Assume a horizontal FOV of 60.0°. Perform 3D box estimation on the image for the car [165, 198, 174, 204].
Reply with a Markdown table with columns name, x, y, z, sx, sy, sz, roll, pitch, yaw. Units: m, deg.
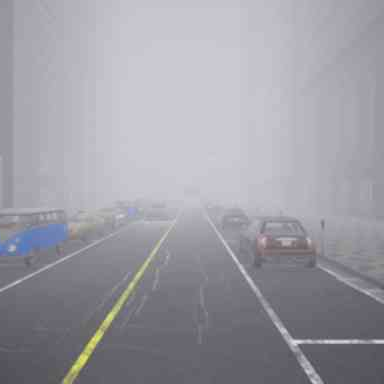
| name | x | y | z | sx | sy | sz | roll | pitch | yaw |
| --- | --- | --- | --- | --- | --- | --- | --- | --- | --- |
| car | -5.681 | 2.304 | 84.933 | 1.947 | 1.339 | 4.313 | 0 | -1 | 0 |

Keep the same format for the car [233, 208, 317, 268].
| name | x | y | z | sx | sy | sz | roll | pitch | yaw |
| --- | --- | --- | --- | --- | --- | --- | --- | --- | --- |
| car | 2.771 | 1.536 | 11.659 | 1.967 | 1.590 | 4.097 | 0 | 0 | 0 |

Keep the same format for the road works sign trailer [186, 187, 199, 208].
| name | x | y | z | sx | sy | sz | roll | pitch | yaw |
| --- | --- | --- | --- | --- | --- | --- | --- | --- | --- |
| road works sign trailer | 0.059 | 0.961 | 58.650 | 2.380 | 3.560 | 2.880 | 0 | -1 | 0 |

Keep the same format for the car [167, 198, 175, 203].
| name | x | y | z | sx | sy | sz | roll | pitch | yaw |
| --- | --- | --- | --- | --- | --- | --- | --- | --- | --- |
| car | -5.675 | 2.358 | 90.569 | 1.947 | 1.339 | 4.313 | 0 | -1 | 0 |

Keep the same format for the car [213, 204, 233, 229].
| name | x | y | z | sx | sy | sz | roll | pitch | yaw |
| --- | --- | --- | --- | --- | --- | --- | --- | --- | --- |
| car | 2.783 | 1.756 | 22.931 | 1.947 | 1.339 | 4.313 | 0 | 0 | 0 |

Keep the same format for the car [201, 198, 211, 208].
| name | x | y | z | sx | sy | sz | roll | pitch | yaw |
| --- | --- | --- | --- | --- | --- | --- | --- | --- | --- |
| car | 2.811 | 2.013 | 51.112 | 1.802 | 1.307 | 4.206 | 0 | -1 | 0 |

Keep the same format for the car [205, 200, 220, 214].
| name | x | y | z | sx | sy | sz | roll | pitch | yaw |
| --- | --- | --- | --- | --- | --- | --- | --- | --- | --- |
| car | 2.800 | 1.916 | 39.839 | 1.802 | 1.307 | 4.206 | 0 | 0 | 0 |

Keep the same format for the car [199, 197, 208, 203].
| name | x | y | z | sx | sy | sz | roll | pitch | yaw |
| --- | --- | --- | --- | --- | --- | --- | --- | --- | --- |
| car | 2.821 | 1.970 | 62.385 | 1.967 | 1.590 | 4.097 | 0 | -1 | 0 |

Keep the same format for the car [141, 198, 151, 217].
| name | x | y | z | sx | sy | sz | roll | pitch | yaw |
| --- | --- | --- | --- | --- | --- | --- | --- | --- | --- |
| car | -5.732 | 1.725 | 34.206 | 1.967 | 1.590 | 4.097 | 0 | 0 | 0 |

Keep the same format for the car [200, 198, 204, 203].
| name | x | y | z | sx | sy | sz | roll | pitch | yaw |
| --- | --- | --- | --- | --- | --- | --- | --- | --- | --- |
| car | 2.816 | 2.062 | 56.748 | 1.802 | 1.307 | 4.206 | 0 | -1 | 0 |

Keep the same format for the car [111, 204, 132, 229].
| name | x | y | z | sx | sy | sz | roll | pitch | yaw |
| --- | --- | --- | --- | --- | --- | --- | --- | --- | --- |
| car | -5.742 | 1.740 | 22.932 | 2.008 | 1.369 | 4.403 | 0 | 0 | 0 |

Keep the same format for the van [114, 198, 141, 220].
| name | x | y | z | sx | sy | sz | roll | pitch | yaw |
| --- | --- | --- | --- | --- | --- | --- | --- | --- | --- |
| van | -5.738 | 1.578 | 28.571 | 1.690 | 1.788 | 3.998 | 0 | 0 | 0 |

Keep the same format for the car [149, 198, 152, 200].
| name | x | y | z | sx | sy | sz | roll | pitch | yaw |
| --- | --- | --- | --- | --- | --- | --- | --- | --- | --- |
| car | -5.726 | 1.648 | 39.844 | 2.192 | 1.841 | 5.009 | 0 | 0 | 0 |

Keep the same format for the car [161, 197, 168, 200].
| name | x | y | z | sx | sy | sz | roll | pitch | yaw |
| --- | --- | --- | --- | --- | --- | --- | --- | --- | --- |
| car | -5.709 | 2.030 | 56.751 | 2.008 | 1.369 | 4.403 | 0 | -1 | 0 |

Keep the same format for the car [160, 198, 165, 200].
| name | x | y | z | sx | sy | sz | roll | pitch | yaw |
| --- | --- | --- | --- | --- | --- | --- | --- | --- | --- |
| car | -5.714 | 1.996 | 51.115 | 1.947 | 1.339 | 4.313 | 0 | 0 | 0 |

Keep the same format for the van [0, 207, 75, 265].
| name | x | y | z | sx | sy | sz | roll | pitch | yaw |
| --- | --- | --- | --- | --- | --- | --- | --- | --- | --- |
| van | -5.754 | 1.437 | 11.662 | 1.690 | 1.788 | 3.998 | 0 | 0 | 0 |

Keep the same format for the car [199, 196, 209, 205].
| name | x | y | z | sx | sy | sz | roll | pitch | yaw |
| --- | --- | --- | --- | --- | --- | --- | --- | --- | --- |
| car | 2.838 | 2.000 | 79.293 | 2.192 | 1.841 | 5.009 | 0 | -1 | 0 |

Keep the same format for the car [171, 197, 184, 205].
| name | x | y | z | sx | sy | sz | roll | pitch | yaw |
| --- | --- | --- | --- | --- | --- | --- | --- | --- | --- |
| car | -2.927 | 1.941 | 72.305 | 2.097 | 1.767 | 4.553 | 0 | -1 | 0 |

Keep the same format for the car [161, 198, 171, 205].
| name | x | y | z | sx | sy | sz | roll | pitch | yaw |
| --- | --- | --- | --- | --- | --- | --- | --- | --- | --- |
| car | -5.692 | 2.156 | 73.491 | 1.752 | 1.417 | 4.829 | 0 | -1 | 0 |

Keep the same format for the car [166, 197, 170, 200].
| name | x | y | z | sx | sy | sz | roll | pitch | yaw |
| --- | --- | --- | --- | --- | --- | --- | --- | --- | --- |
| car | -5.703 | 2.111 | 62.388 | 1.802 | 1.307 | 4.206 | 0 | -1 | 0 |

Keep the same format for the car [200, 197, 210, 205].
| name | x | y | z | sx | sy | sz | roll | pitch | yaw |
| --- | --- | --- | --- | --- | --- | --- | --- | --- | --- |
| car | 2.832 | 1.948 | 73.657 | 2.192 | 1.841 | 5.009 | 0 | -1 | 0 |

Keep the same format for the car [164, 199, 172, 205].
| name | x | y | z | sx | sy | sz | roll | pitch | yaw |
| --- | --- | --- | --- | --- | --- | --- | --- | --- | --- |
| car | -5.686 | 2.267 | 79.297 | 1.802 | 1.307 | 4.206 | 0 | -1 | 0 |

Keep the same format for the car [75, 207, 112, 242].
| name | x | y | z | sx | sy | sz | roll | pitch | yaw |
| --- | --- | --- | --- | --- | --- | --- | --- | --- | --- |
| car | -5.748 | 1.666 | 17.127 | 1.752 | 1.417 | 4.829 | 0 | 0 | 0 |

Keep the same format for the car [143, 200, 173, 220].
| name | x | y | z | sx | sy | sz | roll | pitch | yaw |
| --- | --- | --- | --- | --- | --- | --- | --- | --- | --- |
| car | -3.067 | 1.762 | 30.921 | 1.837 | 1.490 | 4.892 | 0 | -1 | 0 |
